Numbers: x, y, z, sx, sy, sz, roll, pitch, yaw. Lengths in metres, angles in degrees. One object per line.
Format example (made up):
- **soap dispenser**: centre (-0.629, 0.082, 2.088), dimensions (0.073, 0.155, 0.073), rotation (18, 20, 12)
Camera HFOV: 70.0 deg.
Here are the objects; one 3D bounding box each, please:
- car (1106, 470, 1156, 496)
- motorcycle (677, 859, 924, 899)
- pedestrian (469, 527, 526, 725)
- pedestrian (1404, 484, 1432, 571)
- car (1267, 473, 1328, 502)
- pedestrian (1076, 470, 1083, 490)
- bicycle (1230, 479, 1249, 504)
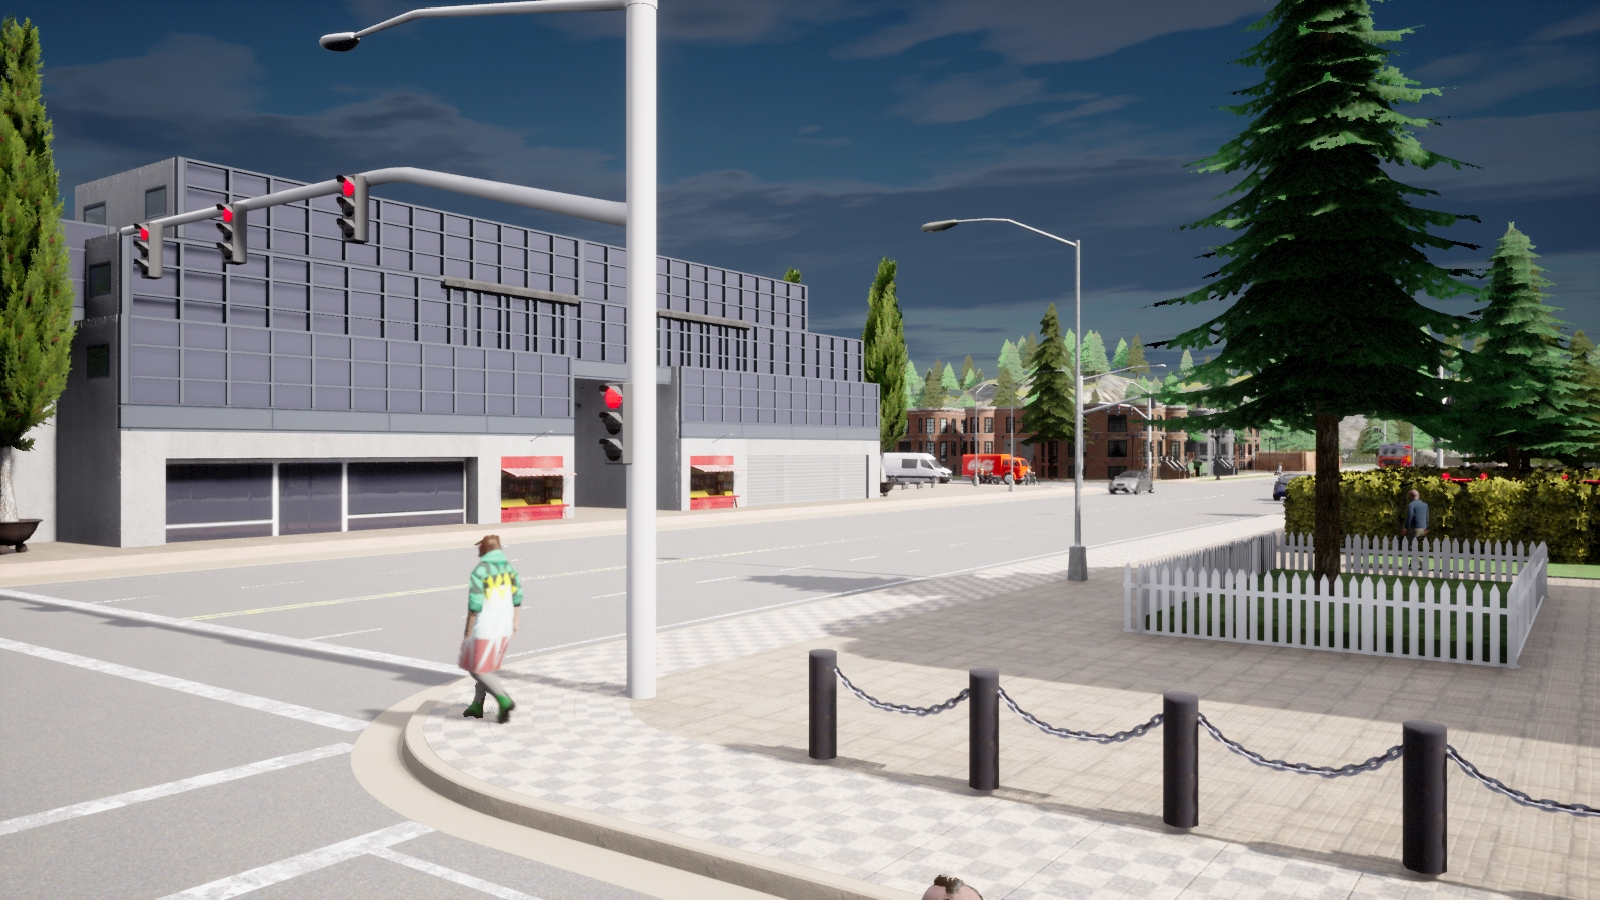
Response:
- **car**: centre (20.928, 2.065, 72.136), dimensions (1.816, 1.474, 4.193), rotation (0, 0, 35)
- **motorcycle**: centre (0.509, 2.205, 3.428), dimensions (2.209, 1.251, 0.867), rotation (0, 0, 35)
- **pedestrian**: centre (-2.955, 1.697, 11.167), dimensions (0.375, 1.860, 0.375), rotation (0, 0, 31)
- **pedestrian**: centre (13.533, 1.690, 25.017), dimensions (0.375, 1.860, 0.375), rotation (0, 0, -20)
- **car**: centre (27.765, 2.063, 63.661), dimensions (2.163, 1.488, 4.792), rotation (0, 0, 35)
- **pedestrian**: centre (18.617, 1.976, 76.165), dimensions (0.375, 1.300, 0.375), rotation (0, 0, 24)
- **bicycle**: centre (22.891, 2.158, 59.553), dimensions (0.859, 1.276, 1.487), rotation (0, 0, 24)
